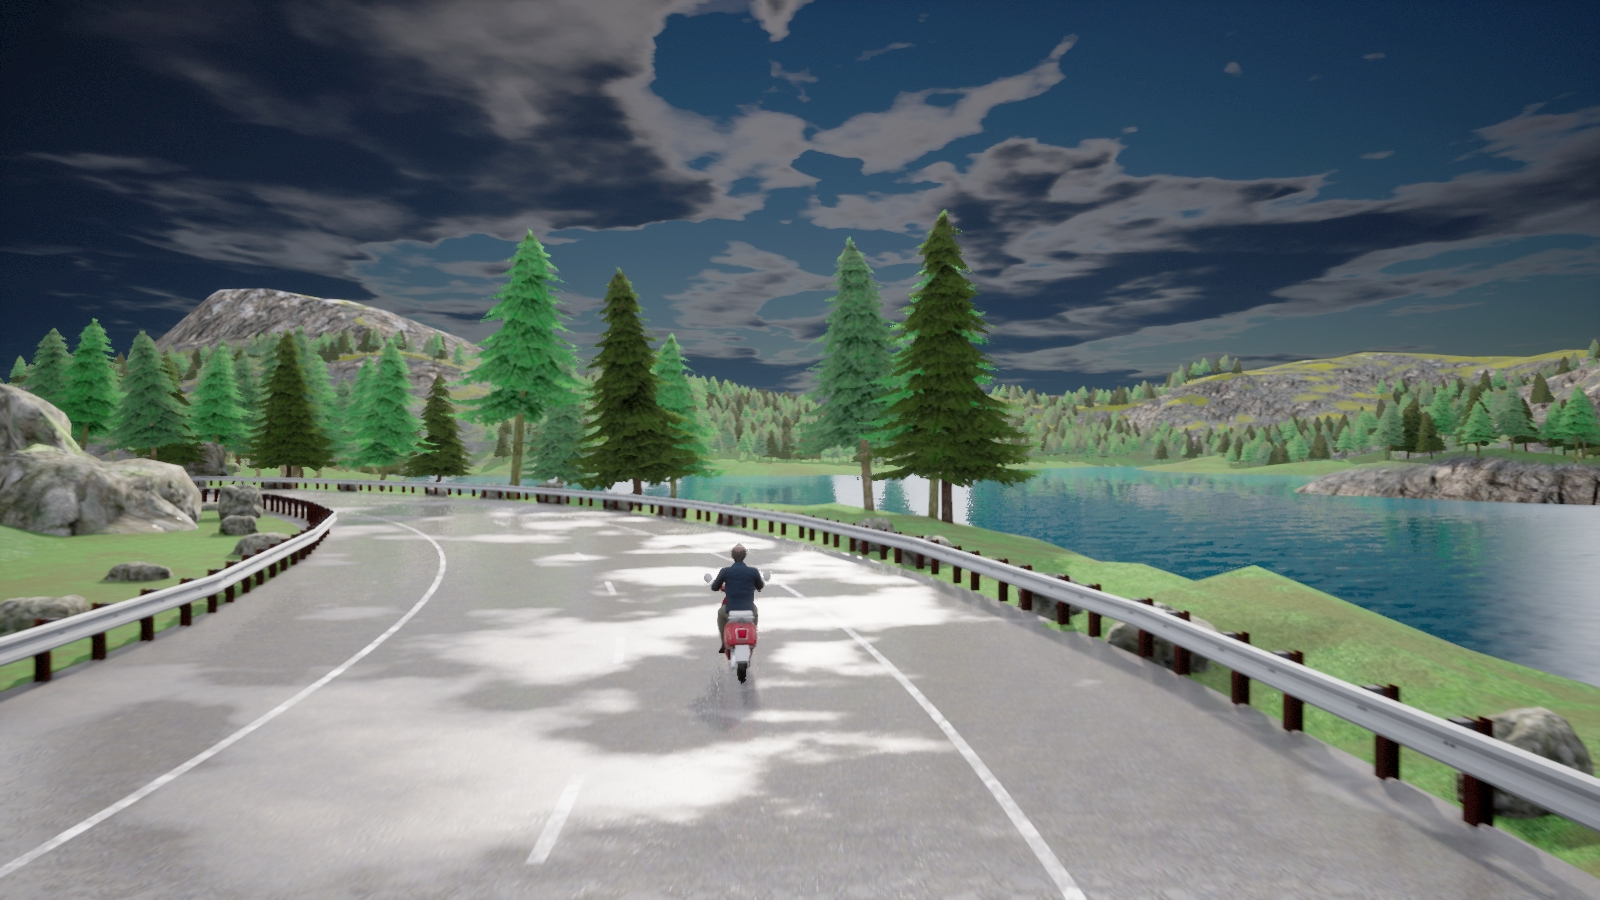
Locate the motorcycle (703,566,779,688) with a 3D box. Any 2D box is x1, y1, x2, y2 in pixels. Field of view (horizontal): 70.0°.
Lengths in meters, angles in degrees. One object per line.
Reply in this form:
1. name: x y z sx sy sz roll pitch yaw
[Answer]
1. motorcycle: -0.772 2.182 14.388 0.856 1.236 1.805 0 0 -6
